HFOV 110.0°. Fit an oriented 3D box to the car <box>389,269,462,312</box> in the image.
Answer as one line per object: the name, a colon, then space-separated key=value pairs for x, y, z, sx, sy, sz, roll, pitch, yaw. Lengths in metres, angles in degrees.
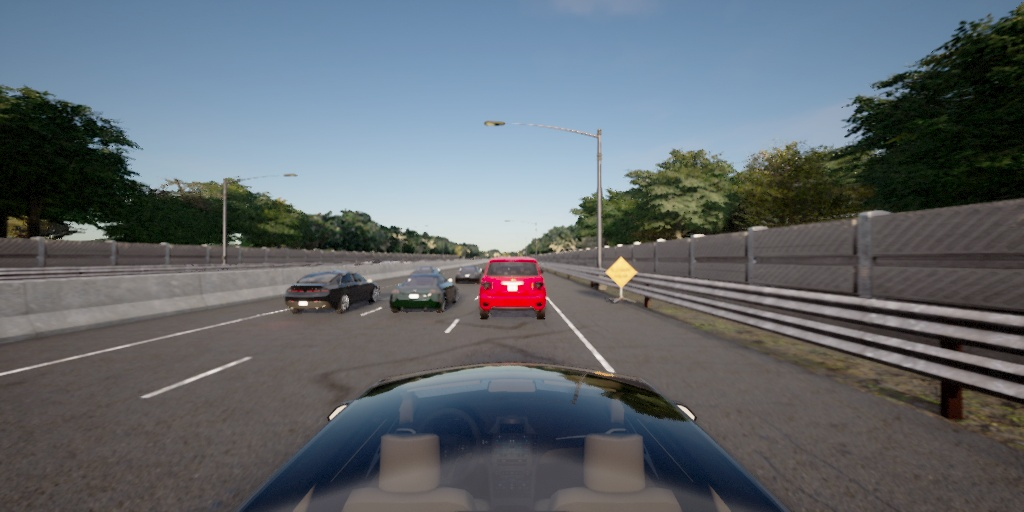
car: x=-3.449 y=1.401 z=14.671 sx=1.994 sy=1.385 sz=4.181 roll=0 pitch=0 yaw=1

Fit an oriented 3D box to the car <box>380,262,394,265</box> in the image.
car: x=-21.017 y=1.659 z=60.227 sx=1.812 sy=1.442 sz=4.674 roll=0 pitch=0 yaw=1

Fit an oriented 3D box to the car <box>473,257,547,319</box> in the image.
car: x=0.036 y=1.050 z=13.298 sx=2.150 sy=2.045 sz=5.566 roll=0 pitch=0 yaw=0

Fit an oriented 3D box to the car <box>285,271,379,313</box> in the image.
car: x=-6.953 y=1.340 z=14.404 sx=1.837 sy=1.490 sz=4.892 roll=0 pitch=0 yaw=0

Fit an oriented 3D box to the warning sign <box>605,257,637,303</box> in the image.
warning sign: x=4.552 y=0.953 z=14.945 sx=1.300 sy=1.860 sz=1.060 roll=0 pitch=0 yaw=0

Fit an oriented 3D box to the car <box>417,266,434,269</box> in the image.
car: x=-6.949 y=1.497 z=29.400 sx=1.994 sy=1.385 sz=4.181 roll=0 pitch=0 yaw=1

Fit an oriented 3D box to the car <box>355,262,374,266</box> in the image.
car: x=-24.506 y=1.733 z=60.040 sx=1.895 sy=1.301 sz=4.718 roll=0 pitch=0 yaw=1

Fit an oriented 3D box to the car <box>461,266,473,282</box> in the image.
car: x=-3.445 y=1.499 z=29.725 sx=1.994 sy=1.385 sz=4.181 roll=0 pitch=0 yaw=0
